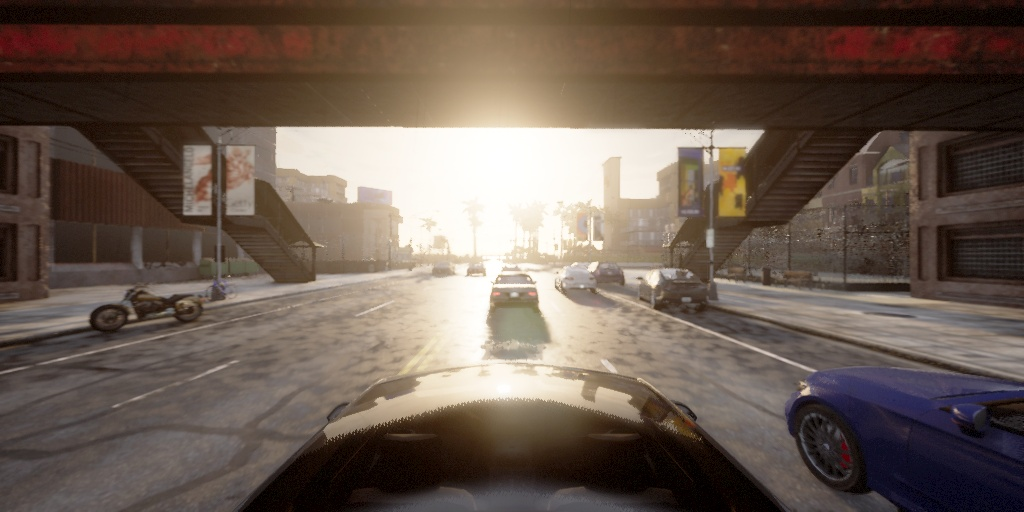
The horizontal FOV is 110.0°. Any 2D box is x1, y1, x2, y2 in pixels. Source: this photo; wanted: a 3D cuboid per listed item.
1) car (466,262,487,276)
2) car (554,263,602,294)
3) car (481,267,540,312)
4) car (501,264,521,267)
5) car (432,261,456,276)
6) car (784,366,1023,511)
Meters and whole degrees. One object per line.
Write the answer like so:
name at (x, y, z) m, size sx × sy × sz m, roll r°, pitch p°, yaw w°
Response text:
car at (-3.738, 1.387, 38.531) m, size 1.994 × 1.385 × 4.181 m, roll 0°, pitch 0°, yaw 0°
car at (3.539, 1.316, 20.511) m, size 1.812 × 1.442 × 4.674 m, roll 0°, pitch 0°, yaw 0°
car at (0.066, 1.323, 14.285) m, size 2.033 × 1.411 × 5.357 m, roll 0°, pitch 0°, yaw 0°
car at (-0.070, 1.374, 31.448) m, size 1.994 × 1.385 × 4.181 m, roll 0°, pitch 0°, yaw 0°
car at (-7.237, 1.299, 38.385) m, size 1.882 × 1.535 × 5.008 m, roll 0°, pitch 0°, yaw 0°
car at (3.612, 1.278, 1.577) m, size 1.812 × 1.442 × 4.674 m, roll 0°, pitch 0°, yaw 0°
